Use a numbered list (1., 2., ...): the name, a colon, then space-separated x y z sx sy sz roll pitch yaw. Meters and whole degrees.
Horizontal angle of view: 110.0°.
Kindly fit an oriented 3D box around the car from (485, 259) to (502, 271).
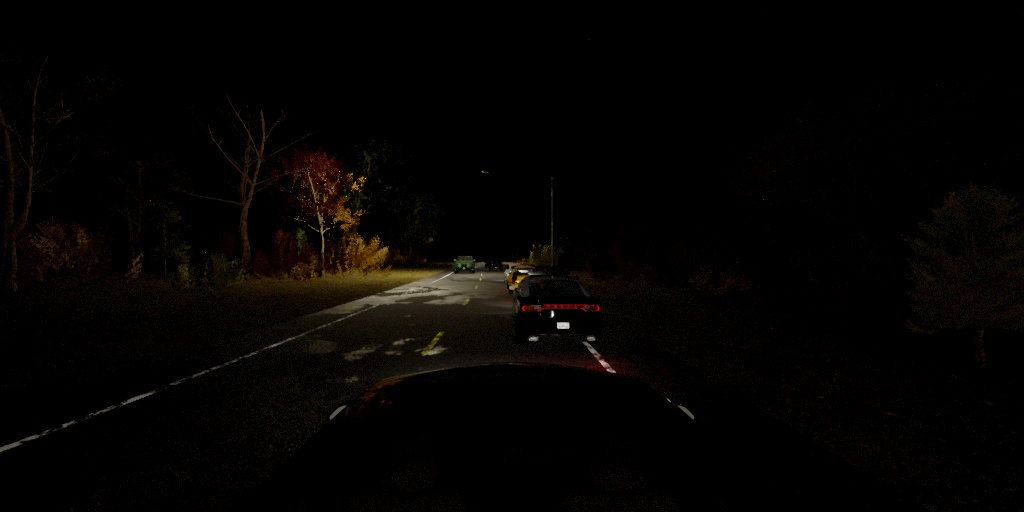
1. car: -2.225 1.234 47.638 1.837 1.490 4.892 0 0 -5

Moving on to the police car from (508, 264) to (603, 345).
1. police car: 0.964 1.174 9.681 1.930 1.638 5.238 0 0 -1

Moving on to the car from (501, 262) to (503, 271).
1. car: 0.401 1.264 25.651 1.812 1.442 4.674 0 0 -3

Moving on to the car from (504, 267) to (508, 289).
1. car: 0.667 1.200 19.813 1.801 1.575 5.366 0 0 -2

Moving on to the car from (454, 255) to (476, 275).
1. car: -5.230 0.956 40.039 2.150 2.045 5.566 0 0 -5
